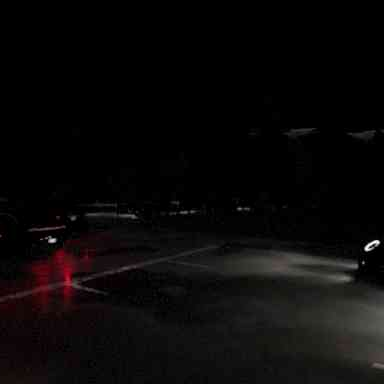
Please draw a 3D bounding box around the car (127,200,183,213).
[{"bbox_3d":[-3.769,1.568,34.884,2.033,1.411,5.357,0,0,41],"label":"car"}]

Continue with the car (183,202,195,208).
[{"bbox_3d":[0.504,1.498,43.796,5.008,1.535,1.882,0,0,-41],"label":"car"}]

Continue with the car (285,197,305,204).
[{"bbox_3d":[15.595,1.521,54.473,4.892,1.490,1.837,0,0,-29],"label":"car"}]

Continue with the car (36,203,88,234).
[{"bbox_3d":[-7.750,1.378,18.111,4.553,1.767,2.097,0,0,35],"label":"car"}]

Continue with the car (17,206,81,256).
[{"bbox_3d":[-6.938,1.513,13.234,4.902,1.511,2.128,0,0,36],"label":"car"}]

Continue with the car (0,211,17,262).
[{"bbox_3d":[-7.479,1.242,9.322,5.566,2.045,2.150,0,0,36],"label":"car"}]

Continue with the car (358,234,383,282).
[{"bbox_3d":[6.514,1.347,7.935,4.553,1.767,2.097,0,0,36],"label":"car"}]

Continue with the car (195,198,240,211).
[{"bbox_3d":[3.219,1.510,41.547,4.902,1.511,2.128,0,0,-40],"label":"car"}]

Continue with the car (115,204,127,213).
[{"bbox_3d":[-6.253,1.623,37.267,1.895,1.301,4.718,0,0,43],"label":"car"}]

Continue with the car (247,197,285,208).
[{"bbox_3d":[10.552,1.543,47.207,4.674,1.442,1.812,0,0,-35],"label":"car"}]

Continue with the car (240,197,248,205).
[{"bbox_3d":[8.036,1.496,49.695,5.008,1.535,1.882,0,0,-35],"label":"car"}]
